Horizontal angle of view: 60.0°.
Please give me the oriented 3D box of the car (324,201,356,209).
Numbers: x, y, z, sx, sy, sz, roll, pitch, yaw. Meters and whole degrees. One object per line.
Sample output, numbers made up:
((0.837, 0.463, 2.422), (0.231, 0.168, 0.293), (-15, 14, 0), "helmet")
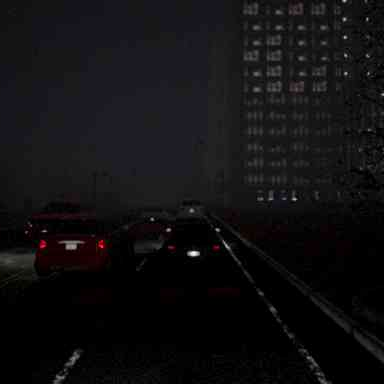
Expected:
((26.707, 2.375, 60.094), (4.829, 1.417, 1.752), (0, -2, -1), "car")

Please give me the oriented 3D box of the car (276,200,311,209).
((16.105, 2.075, 51.900), (4.829, 1.417, 1.752), (0, -2, -1), "car")

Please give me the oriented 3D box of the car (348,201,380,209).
((27.103, 2.074, 52.080), (4.206, 1.307, 1.802), (0, -2, -1), "car")

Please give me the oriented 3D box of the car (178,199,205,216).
((-0.028, 1.638, 29.888), (2.150, 2.045, 5.566), (0, -1, 0), "car")

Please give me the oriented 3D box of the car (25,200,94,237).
((-6.670, 1.471, 17.767), (2.150, 2.045, 5.566), (0, -1, 0), "car")

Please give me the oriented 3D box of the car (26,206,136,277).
((-3.205, 1.502, 10.938), (2.097, 1.767, 4.553), (0, -1, 0), "car")

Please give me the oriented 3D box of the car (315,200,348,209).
((21.518, 1.961, 51.993), (4.097, 1.590, 1.967), (0, -2, -1), "car")

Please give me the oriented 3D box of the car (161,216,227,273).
((0.045, 1.719, 11.291), (1.994, 1.385, 4.181), (0, -1, 0), "car")

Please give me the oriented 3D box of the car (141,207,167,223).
((-3.274, 2.016, 29.655), (1.895, 1.301, 4.718), (0, -1, 0), "car")

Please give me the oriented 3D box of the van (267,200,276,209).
((15.690, 2.249, 59.919), (3.998, 1.788, 1.690), (0, -2, -1), "van")
